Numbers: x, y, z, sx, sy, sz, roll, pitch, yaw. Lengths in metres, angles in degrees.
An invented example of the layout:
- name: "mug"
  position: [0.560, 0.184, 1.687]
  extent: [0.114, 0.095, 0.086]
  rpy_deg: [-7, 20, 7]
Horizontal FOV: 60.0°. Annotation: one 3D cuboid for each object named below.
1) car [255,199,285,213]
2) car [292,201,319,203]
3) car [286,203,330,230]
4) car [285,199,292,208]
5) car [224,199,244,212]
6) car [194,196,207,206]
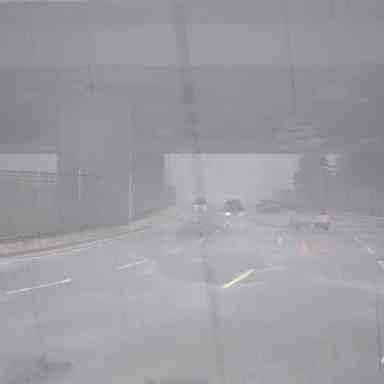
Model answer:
- name: "car"
  position: [8.451, 1.574, 37.309]
  extent: [2.033, 1.411, 5.357]
  rpy_deg: [0, 0, 1]
- name: "car"
  position: [11.786, 1.590, 33.148]
  extent: [1.994, 1.385, 4.181]
  rpy_deg: [0, 0, 2]
- name: "car"
  position: [7.330, 1.617, 21.113]
  extent: [1.895, 1.301, 4.718]
  rpy_deg: [0, 0, 11]
- name: "car"
  position: [12.007, 1.580, 43.083]
  extent: [2.033, 1.411, 5.357]
  rpy_deg: [0, 0, 2]
- name: "car"
  position: [4.776, 1.552, 38.600]
  extent: [1.812, 1.442, 4.674]
  rpy_deg: [0, 0, 1]
- name: "car"
  position: [1.486, 1.542, 57.289]
  extent: [1.837, 1.490, 4.892]
  rpy_deg: [0, -1, 1]
